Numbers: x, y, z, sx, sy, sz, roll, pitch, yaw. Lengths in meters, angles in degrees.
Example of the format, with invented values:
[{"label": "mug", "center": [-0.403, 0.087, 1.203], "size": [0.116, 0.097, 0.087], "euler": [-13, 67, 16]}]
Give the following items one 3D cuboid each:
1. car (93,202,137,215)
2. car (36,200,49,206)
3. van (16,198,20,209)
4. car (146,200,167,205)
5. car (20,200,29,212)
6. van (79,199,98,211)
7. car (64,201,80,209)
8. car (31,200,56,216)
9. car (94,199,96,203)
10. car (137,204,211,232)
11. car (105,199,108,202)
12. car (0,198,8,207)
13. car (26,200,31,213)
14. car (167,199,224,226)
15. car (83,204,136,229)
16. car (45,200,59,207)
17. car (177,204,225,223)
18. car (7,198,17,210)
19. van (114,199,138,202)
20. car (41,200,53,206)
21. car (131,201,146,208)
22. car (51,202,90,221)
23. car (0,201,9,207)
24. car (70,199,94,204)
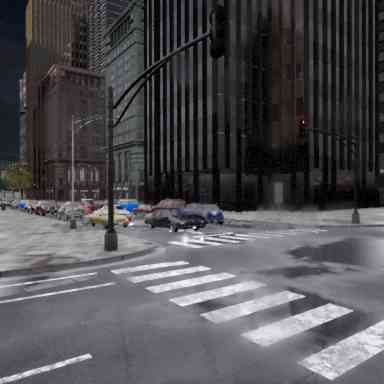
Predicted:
[{"label": "car", "center": [-7.154, 1.906, 30.428], "size": [1.812, 1.442, 4.674], "euler": [0, -1, -35]}, {"label": "car", "center": [-37.590, 2.709, 83.505], "size": [2.008, 1.369, 4.403], "euler": [-1, 0, -35]}, {"label": "van", "center": [-26.058, 2.122, 52.479], "size": [1.690, 1.788, 3.998], "euler": [-1, 0, -35]}, {"label": "car", "center": [-2.258, 1.668, 33.649], "size": [2.192, 1.841, 5.009], "euler": [-1, 0, -35]}, {"label": "car", "center": [-23.231, 2.156, 48.492], "size": [1.967, 1.590, 4.097], "euler": [-1, 0, -35]}, {"label": "van", "center": [-16.940, 2.037, 54.419], "size": [1.690, 1.788, 3.998], "euler": [-1, 0, -35]}, {"label": "car", "center": [-22.551, 2.406, 62.282], "size": [1.802, 1.307, 4.206], "euler": [-1, 0, -35]}, {"label": "car", "center": [-17.585, 1.900, 40.519], "size": [2.192, 1.841, 5.009], "euler": [-1, 0, -35]}, {"label": "car", "center": [-15.329, 1.971, 47.497], "size": [2.097, 1.767, 4.553], "euler": [0, -1, -35]}, {"label": "car", "center": [-1.366, 1.791, 22.203], "size": [2.033, 1.411, 5.357], "euler": [0, -1, -35]}, {"label": "car", "center": [-11.067, 1.875, 46.111], "size": [2.192, 1.841, 5.009], "euler": [-1, 0, -35]}, {"label": "car", "center": [-41.134, 2.666, 73.761], "size": [1.887, 1.381, 4.507], "euler": [-1, 0, -35]}, {"label": "car", "center": [-20.405, 2.195, 44.506], "size": [1.887, 1.381, 4.507], "euler": [-1, 0, -35]}, {"label": "car", "center": [0.367, 1.602, 25.286], "size": [2.097, 1.767, 4.553], "euler": [0, -1, -36]}, {"label": "car", "center": [-6.183, 1.843, 24.435], "size": [1.752, 1.417, 4.829], "euler": [-1, 0, -35]}, {"label": "car", "center": [-31.574, 2.594, 75.015], "size": [1.947, 1.339, 4.313], "euler": [-1, 0, -35]}, {"label": "car", "center": [0.683, 1.828, 29.495], "size": [1.887, 1.381, 4.507], "euler": [-1, 0, -35]}, {"label": "car", "center": [-31.809, 2.353, 60.597], "size": [1.967, 1.590, 4.097], "euler": [-1, 0, -35]}, {"label": "van", "center": [-8.131, 1.832, 41.957], "size": [1.690, 1.788, 3.998], "euler": [-1, 0, -35]}, {"label": "car", "center": [-34.583, 2.659, 79.261], "size": [1.947, 1.339, 4.313], "euler": [-1, 0, -35]}, {"label": "car", "center": [-5.189, 2.004, 37.803], "size": [1.802, 1.307, 4.206], "euler": [-1, 0, -35]}, {"label": "car", "center": [-11.930, 2.004, 32.546], "size": [2.008, 1.369, 4.403], "euler": [-1, 0, -35]}, {"label": "car", "center": [-44.242, 2.770, 78.148], "size": [1.802, 1.307, 4.206], "euler": [-1, 0, -35]}, {"label": "car", "center": [-13.929, 1.892, 40.008], "size": [2.097, 1.767, 4.553], "euler": [0, -1, -35]}]
